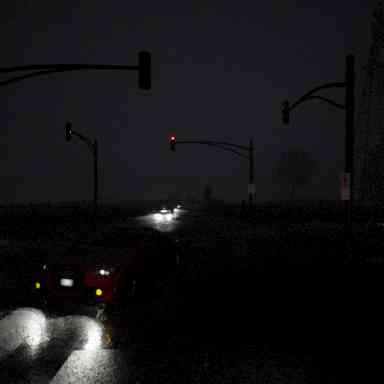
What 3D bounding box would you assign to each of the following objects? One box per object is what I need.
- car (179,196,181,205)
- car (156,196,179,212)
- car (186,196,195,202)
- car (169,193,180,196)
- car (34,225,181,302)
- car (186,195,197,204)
[{"bbox_3d":[-3.019,1.595,47.454,1.895,1.301,4.718,0,0,0],"label":"car"},{"bbox_3d":[-2.966,1.485,37.639,2.128,1.511,4.902,0,0,-1],"label":"car"},{"bbox_3d":[-0.341,1.595,78.353,1.895,1.301,4.718,0,0,0],"label":"car"},{"bbox_3d":[-3.067,1.216,57.806,2.150,2.045,5.566,0,0,0],"label":"car"},{"bbox_3d":[-1.793,1.560,8.321,1.994,1.385,4.181,0,0,19],"label":"car"},{"bbox_3d":[-0.158,1.349,63.775,2.097,1.767,4.553,0,0,-1],"label":"car"}]
